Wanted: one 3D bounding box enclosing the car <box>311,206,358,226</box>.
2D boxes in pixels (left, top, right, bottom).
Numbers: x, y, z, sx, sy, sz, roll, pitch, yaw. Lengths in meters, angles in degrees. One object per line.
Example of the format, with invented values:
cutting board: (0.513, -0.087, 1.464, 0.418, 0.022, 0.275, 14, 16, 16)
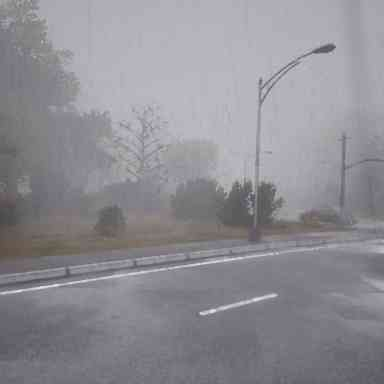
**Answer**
car: (13.242, 2.096, 31.291, 2.097, 1.767, 4.553, 3, -2, -23)
